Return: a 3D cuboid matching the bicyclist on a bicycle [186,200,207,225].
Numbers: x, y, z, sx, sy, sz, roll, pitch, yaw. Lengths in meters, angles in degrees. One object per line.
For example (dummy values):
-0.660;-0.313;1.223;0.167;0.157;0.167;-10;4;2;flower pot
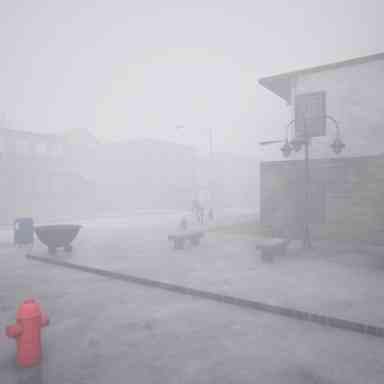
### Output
0.285;1.331;21.633;1.656;1.620;0.582;0;0;35;bicyclist on a bicycle
